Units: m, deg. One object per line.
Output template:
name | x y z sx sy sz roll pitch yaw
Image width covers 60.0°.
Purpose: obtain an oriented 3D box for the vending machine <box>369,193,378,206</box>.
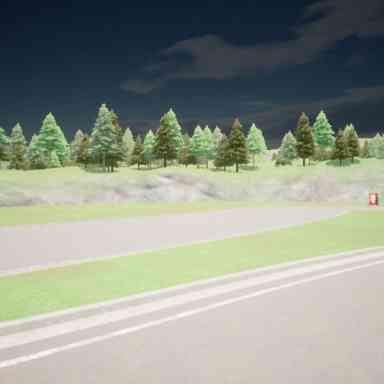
vending machine | 28.578 1.176 52.442 0.880 2.100 1.100 0 0 9
